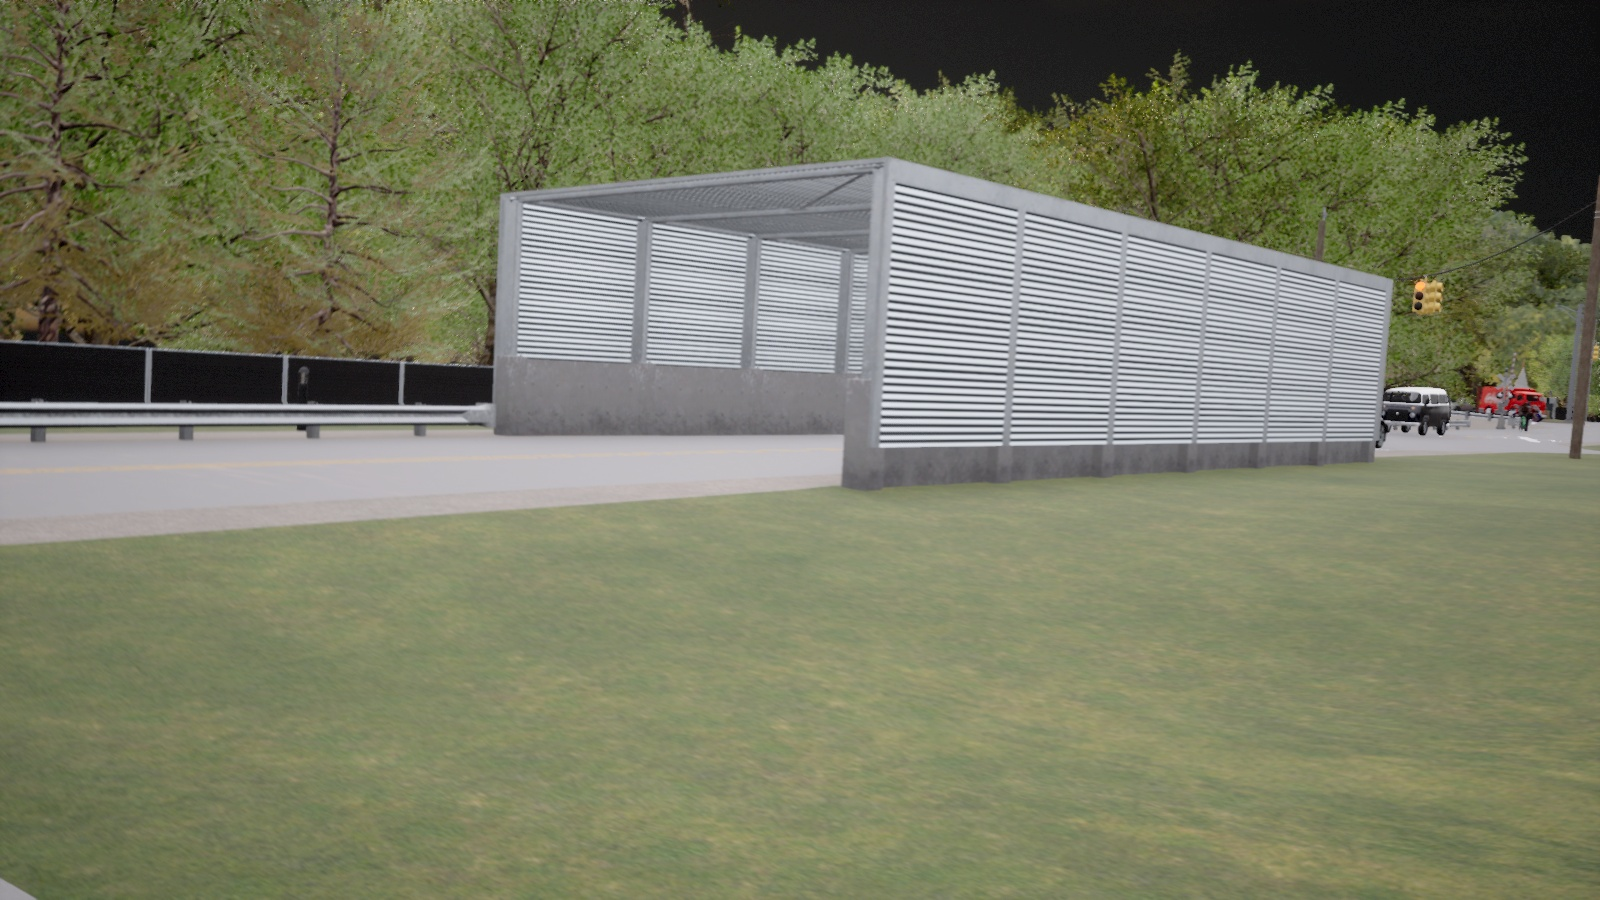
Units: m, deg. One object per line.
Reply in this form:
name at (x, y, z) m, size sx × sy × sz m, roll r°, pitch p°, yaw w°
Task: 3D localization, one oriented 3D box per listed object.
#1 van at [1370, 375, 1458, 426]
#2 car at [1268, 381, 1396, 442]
van at (26.731, -2.178, 54.636) m, size 2.069 × 2.038 × 4.480 m, roll 6°, pitch 6°, yaw 43°
car at (16.333, -1.205, 38.425) m, size 2.033 × 1.649 × 4.856 m, roll 6°, pitch 6°, yaw 42°
